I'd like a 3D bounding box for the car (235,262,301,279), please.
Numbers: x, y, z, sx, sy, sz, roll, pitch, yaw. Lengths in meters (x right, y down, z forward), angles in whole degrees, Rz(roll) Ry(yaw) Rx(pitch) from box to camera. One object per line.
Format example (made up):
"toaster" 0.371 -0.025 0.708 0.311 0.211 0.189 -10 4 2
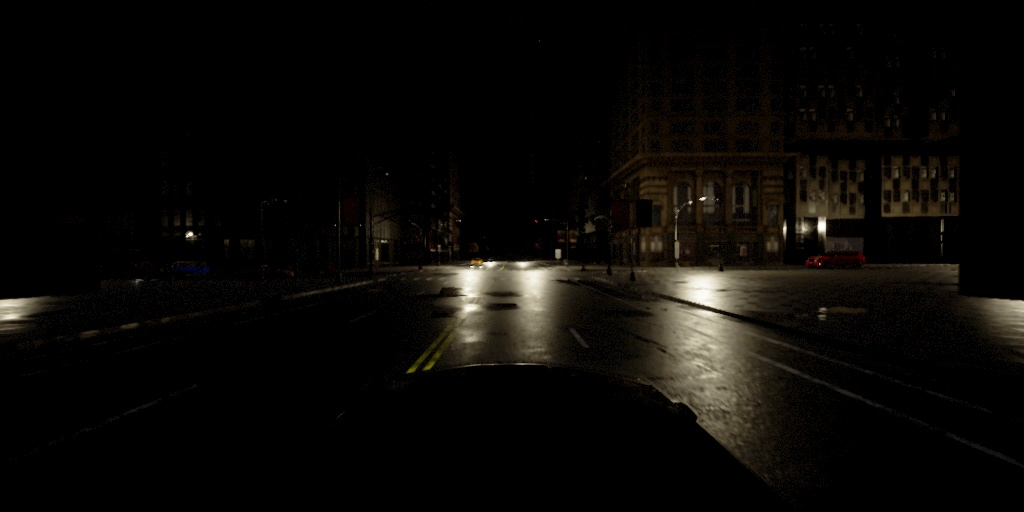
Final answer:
"car" -23.830 1.575 35.122 4.829 1.417 1.751 0 0 0

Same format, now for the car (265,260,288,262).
"car" -29.056 1.393 43.668 5.009 1.841 2.192 0 0 0

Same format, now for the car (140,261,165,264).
"car" -44.318 1.600 43.721 5.009 1.841 2.192 0 0 0

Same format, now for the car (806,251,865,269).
"car" 36.817 0.420 40.862 5.566 2.045 2.150 -1 0 0

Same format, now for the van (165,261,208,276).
"van" -39.231 1.557 43.703 3.998 1.789 1.690 0 0 0

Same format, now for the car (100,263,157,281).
"car" -41.102 1.773 37.848 4.892 1.490 1.837 0 0 0

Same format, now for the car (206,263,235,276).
"car" -34.143 1.729 43.686 4.207 1.307 1.802 0 0 0

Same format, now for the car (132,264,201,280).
"car" -33.771 1.734 35.145 4.403 1.370 2.007 0 0 0

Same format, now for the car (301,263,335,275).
"car" -23.969 1.553 43.650 4.507 1.381 1.888 0 0 0
